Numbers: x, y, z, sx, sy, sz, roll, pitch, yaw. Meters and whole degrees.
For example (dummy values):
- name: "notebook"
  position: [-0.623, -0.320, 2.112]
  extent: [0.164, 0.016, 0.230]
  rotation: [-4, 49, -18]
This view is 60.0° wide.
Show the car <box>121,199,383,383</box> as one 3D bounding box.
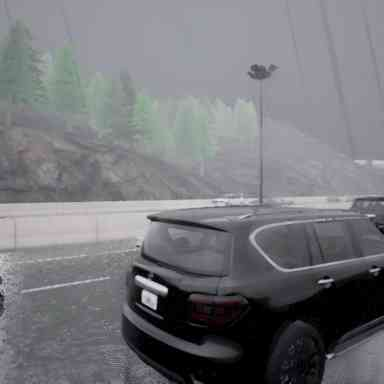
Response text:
- name: "car"
  position: [1.691, 1.229, 5.122]
  extent: [5.566, 2.045, 2.150]
  rotation: [0, 0, -37]

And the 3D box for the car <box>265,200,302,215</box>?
- name: "car"
  position: [9.842, 1.616, 35.694]
  extent: [1.994, 1.385, 4.181]
  rotation: [0, 0, 45]

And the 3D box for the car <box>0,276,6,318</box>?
- name: "car"
  position: [-5.173, 1.540, 4.467]
  extent: [4.674, 1.442, 1.812]
  rotation: [0, 0, -35]

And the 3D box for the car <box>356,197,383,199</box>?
- name: "car"
  position: [9.481, 1.239, 15.924]
  extent: [5.566, 2.045, 2.150]
  rotation: [0, 0, -41]

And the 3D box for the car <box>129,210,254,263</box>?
- name: "car"
  position: [0.109, 1.549, 12.750]
  extent: [4.674, 1.442, 1.812]
  rotation: [0, 0, -38]

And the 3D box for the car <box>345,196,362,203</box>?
- name: "car"
  position: [36.222, 1.589, 74.735]
  extent: [2.128, 1.511, 4.902]
  rotation: [0, 0, 42]

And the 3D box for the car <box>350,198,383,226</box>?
- name: "car"
  position: [13.630, 1.380, 24.470]
  extent: [4.553, 1.767, 2.097]
  rotation: [0, 0, -43]
